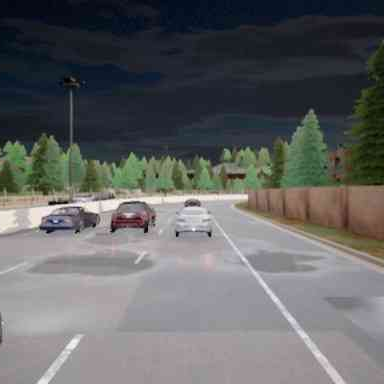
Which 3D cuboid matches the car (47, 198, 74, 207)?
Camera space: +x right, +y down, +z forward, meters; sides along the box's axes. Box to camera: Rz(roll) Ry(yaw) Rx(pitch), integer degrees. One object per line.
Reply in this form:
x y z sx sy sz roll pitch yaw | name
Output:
-20.466 1.597 51.896 1.895 1.301 4.718 0 0 6 | car

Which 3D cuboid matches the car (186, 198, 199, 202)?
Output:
0.076 1.495 37.387 1.837 1.490 4.892 0 0 0 | car

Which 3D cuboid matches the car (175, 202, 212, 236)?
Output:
0.069 1.521 18.133 1.812 1.442 4.674 0 0 0 | car

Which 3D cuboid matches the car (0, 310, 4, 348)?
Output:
-3.402 1.504 2.443 1.837 1.490 4.892 0 0 0 | car

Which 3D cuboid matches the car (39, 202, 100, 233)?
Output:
-6.919 1.543 19.379 2.033 1.411 5.357 0 0 0 | car

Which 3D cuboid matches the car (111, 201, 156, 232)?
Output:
-3.420 1.346 20.119 2.097 1.767 4.553 0 0 0 | car

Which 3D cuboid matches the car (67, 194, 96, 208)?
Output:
-16.985 1.269 51.538 2.150 2.045 5.566 0 0 6 | car
